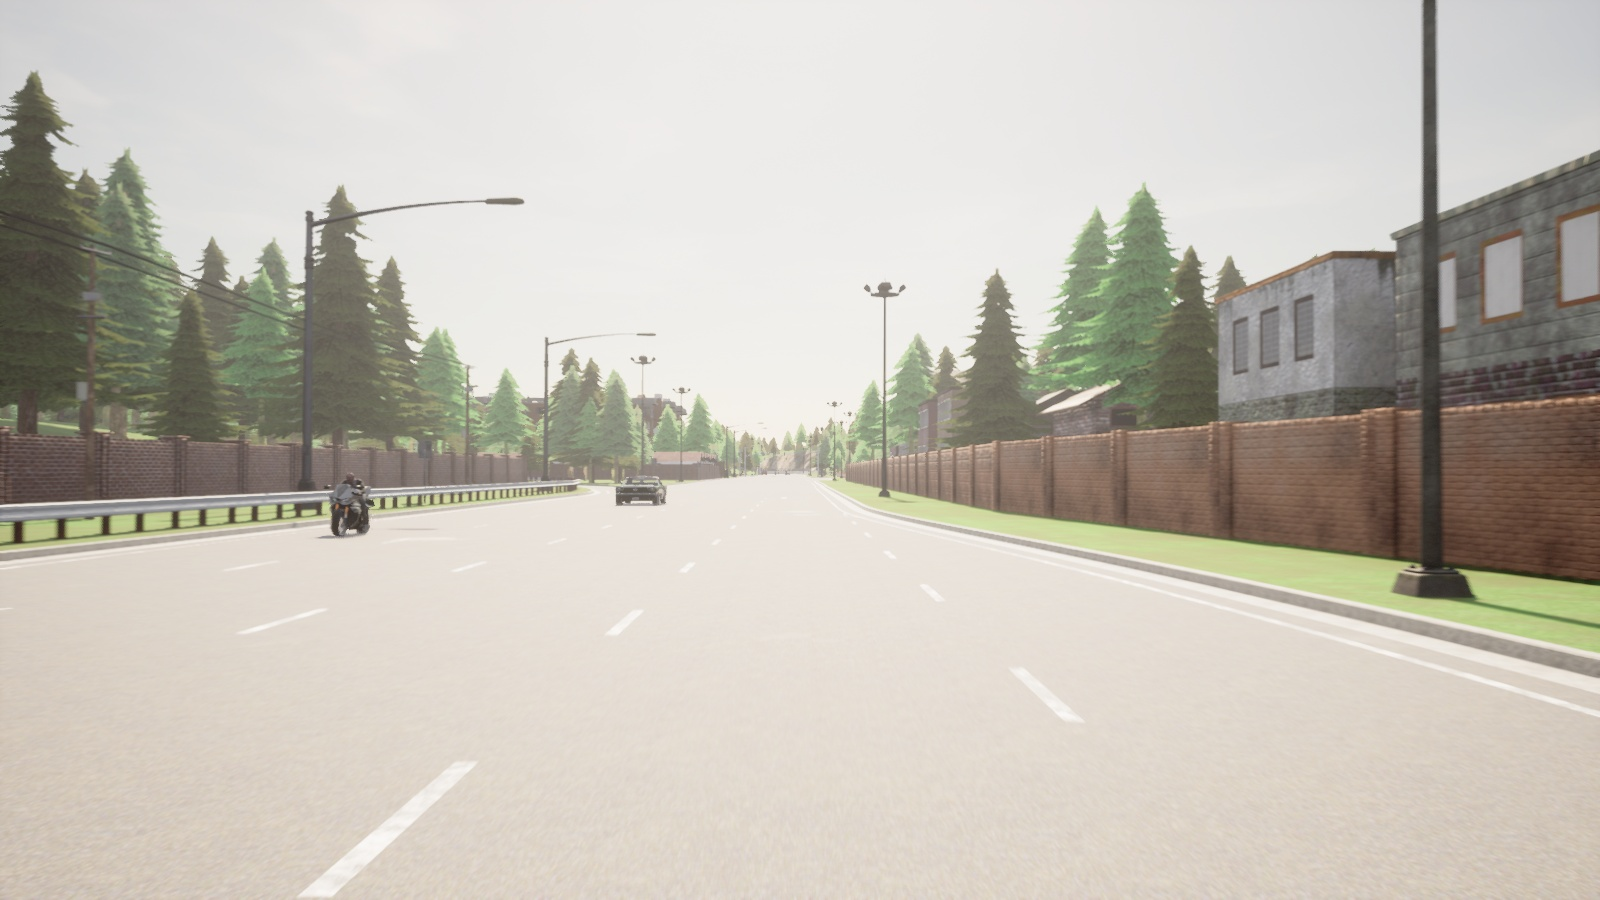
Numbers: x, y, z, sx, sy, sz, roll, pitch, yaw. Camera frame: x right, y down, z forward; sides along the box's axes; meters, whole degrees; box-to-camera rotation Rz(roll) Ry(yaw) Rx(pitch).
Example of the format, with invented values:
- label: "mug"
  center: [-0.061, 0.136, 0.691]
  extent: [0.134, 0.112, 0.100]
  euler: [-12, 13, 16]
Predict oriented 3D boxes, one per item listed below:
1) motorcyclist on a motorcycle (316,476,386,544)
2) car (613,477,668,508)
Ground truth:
- label: "motorcyclist on a motorcycle"
  center: [-10.572, 1.387, 29.650]
  extent: [0.866, 1.530, 2.191]
  euler: [0, -1, 0]
- label: "car"
  center: [-7.138, 1.890, 56.743]
  extent: [1.895, 1.301, 4.718]
  euler: [0, -1, 0]
